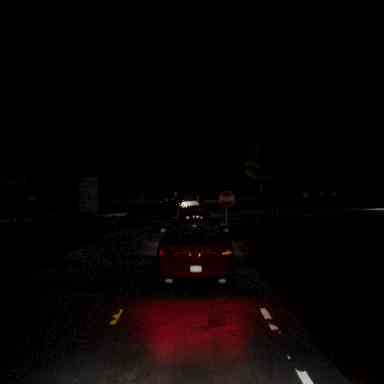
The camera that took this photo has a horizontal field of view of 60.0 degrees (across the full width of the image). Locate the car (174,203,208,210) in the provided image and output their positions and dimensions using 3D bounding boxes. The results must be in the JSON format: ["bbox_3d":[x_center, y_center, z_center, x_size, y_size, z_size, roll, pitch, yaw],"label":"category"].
[{"bbox_3d":[0.268,1.567,19.873,1.837,1.490,4.892,0,-1,4],"label":"car"}]

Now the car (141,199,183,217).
[{"bbox_3d":[-2.459,1.690,32.247,4.181,1.385,1.994,-1,0,0],"label":"car"}]

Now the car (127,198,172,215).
[{"bbox_3d":[-4.597,1.705,35.945,4.674,1.442,1.812,-1,0,0],"label":"car"}]

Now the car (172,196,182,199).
[{"bbox_3d":[-3.048,1.806,54.727,1.895,1.301,4.718,0,0,-1],"label":"car"}]

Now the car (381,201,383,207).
[{"bbox_3d":[22.835,1.094,35.981,4.181,1.385,1.994,-1,1,0],"label":"car"}]

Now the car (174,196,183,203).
[{"bbox_3d":[-3.185,1.818,80.343,1.882,1.535,5.008,0,0,0],"label":"car"}]

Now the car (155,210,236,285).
[{"bbox_3d":[0.086,1.507,9.595,1.882,1.535,5.008,0,0,0],"label":"car"}]
